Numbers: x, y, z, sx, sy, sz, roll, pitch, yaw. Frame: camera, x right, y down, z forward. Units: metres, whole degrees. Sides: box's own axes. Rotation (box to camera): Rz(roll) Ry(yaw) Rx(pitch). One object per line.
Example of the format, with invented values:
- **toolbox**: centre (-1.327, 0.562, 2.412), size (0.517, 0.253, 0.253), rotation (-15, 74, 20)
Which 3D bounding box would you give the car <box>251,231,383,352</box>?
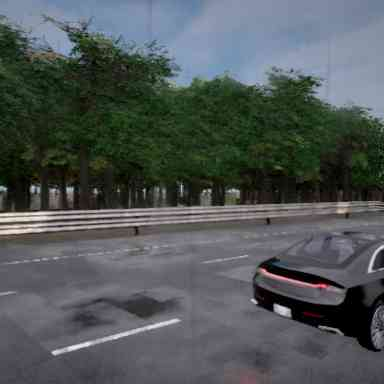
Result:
- **car**: centre (3.274, 1.495, 6.199), size (4.902, 1.511, 2.128), rotation (0, 0, -35)
